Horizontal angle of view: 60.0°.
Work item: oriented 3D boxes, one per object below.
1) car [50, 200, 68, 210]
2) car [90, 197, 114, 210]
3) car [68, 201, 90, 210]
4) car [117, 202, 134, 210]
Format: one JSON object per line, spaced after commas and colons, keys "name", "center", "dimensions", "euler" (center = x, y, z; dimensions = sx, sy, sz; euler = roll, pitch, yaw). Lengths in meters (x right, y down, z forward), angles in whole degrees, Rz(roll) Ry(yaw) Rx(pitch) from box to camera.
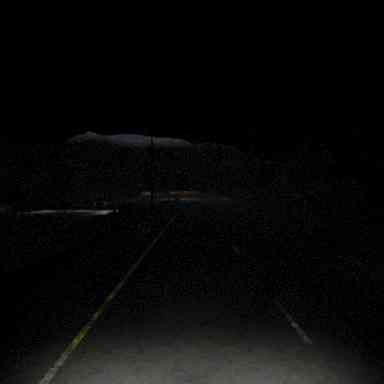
{"name": "car", "center": [-21.051, 2.068, 53.492], "dimensions": [2.128, 1.511, 4.902], "euler": [0, -1, 1]}
{"name": "car", "center": [-14.050, 1.799, 53.473], "dimensions": [2.150, 2.045, 5.566], "euler": [0, -1, 1]}
{"name": "car", "center": [-17.545, 2.094, 53.018], "dimensions": [1.812, 1.442, 4.674], "euler": [0, -1, 0]}
{"name": "car", "center": [-10.547, 2.170, 53.044], "dimensions": [1.895, 1.301, 4.718], "euler": [0, -1, 1]}
